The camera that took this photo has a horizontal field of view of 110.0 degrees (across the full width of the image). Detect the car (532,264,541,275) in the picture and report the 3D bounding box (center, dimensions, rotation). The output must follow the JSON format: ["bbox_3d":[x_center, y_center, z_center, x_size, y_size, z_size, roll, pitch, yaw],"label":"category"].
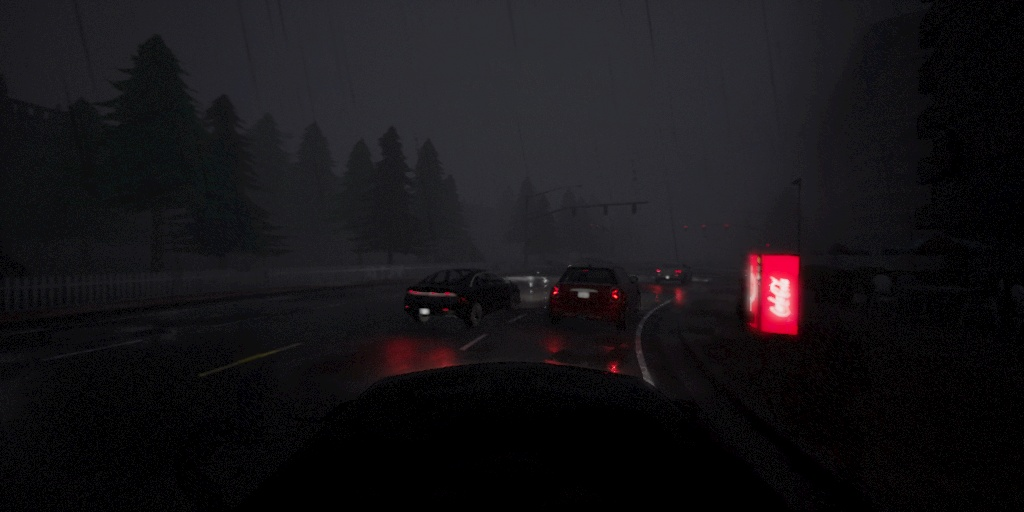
[{"bbox_3d":[3.458,1.085,32.328,1.895,1.301,4.718,1,1,34],"label":"car"}]

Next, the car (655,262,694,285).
[{"bbox_3d":[11.255,1.120,24.902,1.812,1.442,4.674,1,1,34],"label":"car"}]

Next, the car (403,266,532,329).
[{"bbox_3d":[-1.254,1.121,10.966,2.128,1.511,4.902,1,1,21],"label":"car"}]

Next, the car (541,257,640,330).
[{"bbox_3d":[2.753,1.019,11.264,2.097,1.767,4.553,1,1,25],"label":"car"}]

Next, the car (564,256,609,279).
[{"bbox_3d":[6.394,0.886,30.416,2.097,1.767,4.553,1,1,34],"label":"car"}]

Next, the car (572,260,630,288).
[{"bbox_3d":[5.888,1.052,23.118,2.128,1.511,4.902,1,1,33],"label":"car"}]

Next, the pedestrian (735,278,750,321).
[{"bbox_3d":[6.469,1.141,9.902,0.375,1.300,0.375,1,1,27],"label":"pedestrian"}]

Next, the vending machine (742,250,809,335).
[{"bbox_3d":[6.576,0.927,9.026,1.100,2.100,0.880,0,0,25],"label":"vending machine"}]
